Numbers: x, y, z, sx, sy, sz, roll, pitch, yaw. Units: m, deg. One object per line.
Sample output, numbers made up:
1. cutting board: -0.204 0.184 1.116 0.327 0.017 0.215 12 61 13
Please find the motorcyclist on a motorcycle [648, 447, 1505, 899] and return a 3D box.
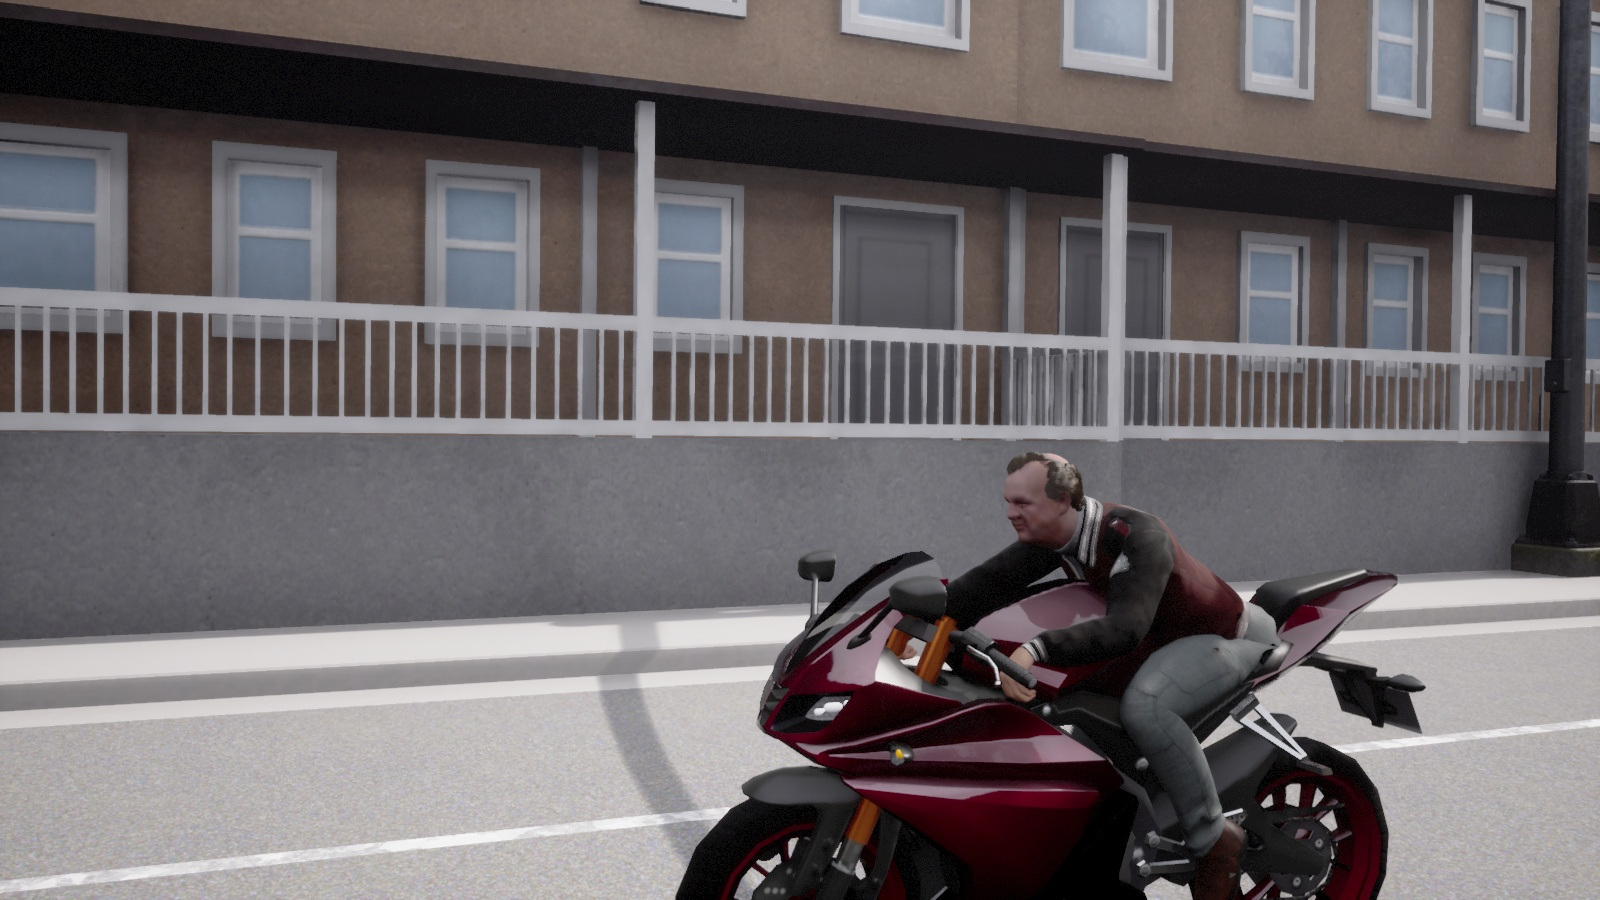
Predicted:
1. motorcyclist on a motorcycle: 0.752 0.768 3.488 2.191 1.530 0.866 0 1 -19
